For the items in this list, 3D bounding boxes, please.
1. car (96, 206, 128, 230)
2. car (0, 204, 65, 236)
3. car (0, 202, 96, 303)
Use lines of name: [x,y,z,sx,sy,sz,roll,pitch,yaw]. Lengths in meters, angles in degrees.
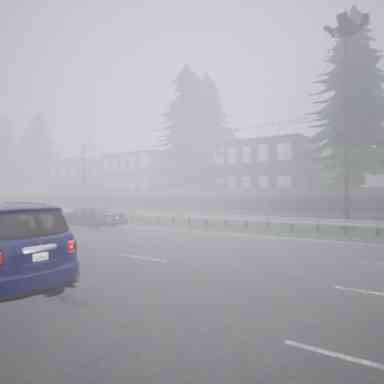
car: [-6.566,1.624,21.577,5.357,1.411,2.033,0,0,36]
car: [-9.818,1.562,19.599,5.008,1.535,1.882,0,0,36]
car: [-4.877,1.257,7.474,5.566,2.045,2.150,0,0,36]
